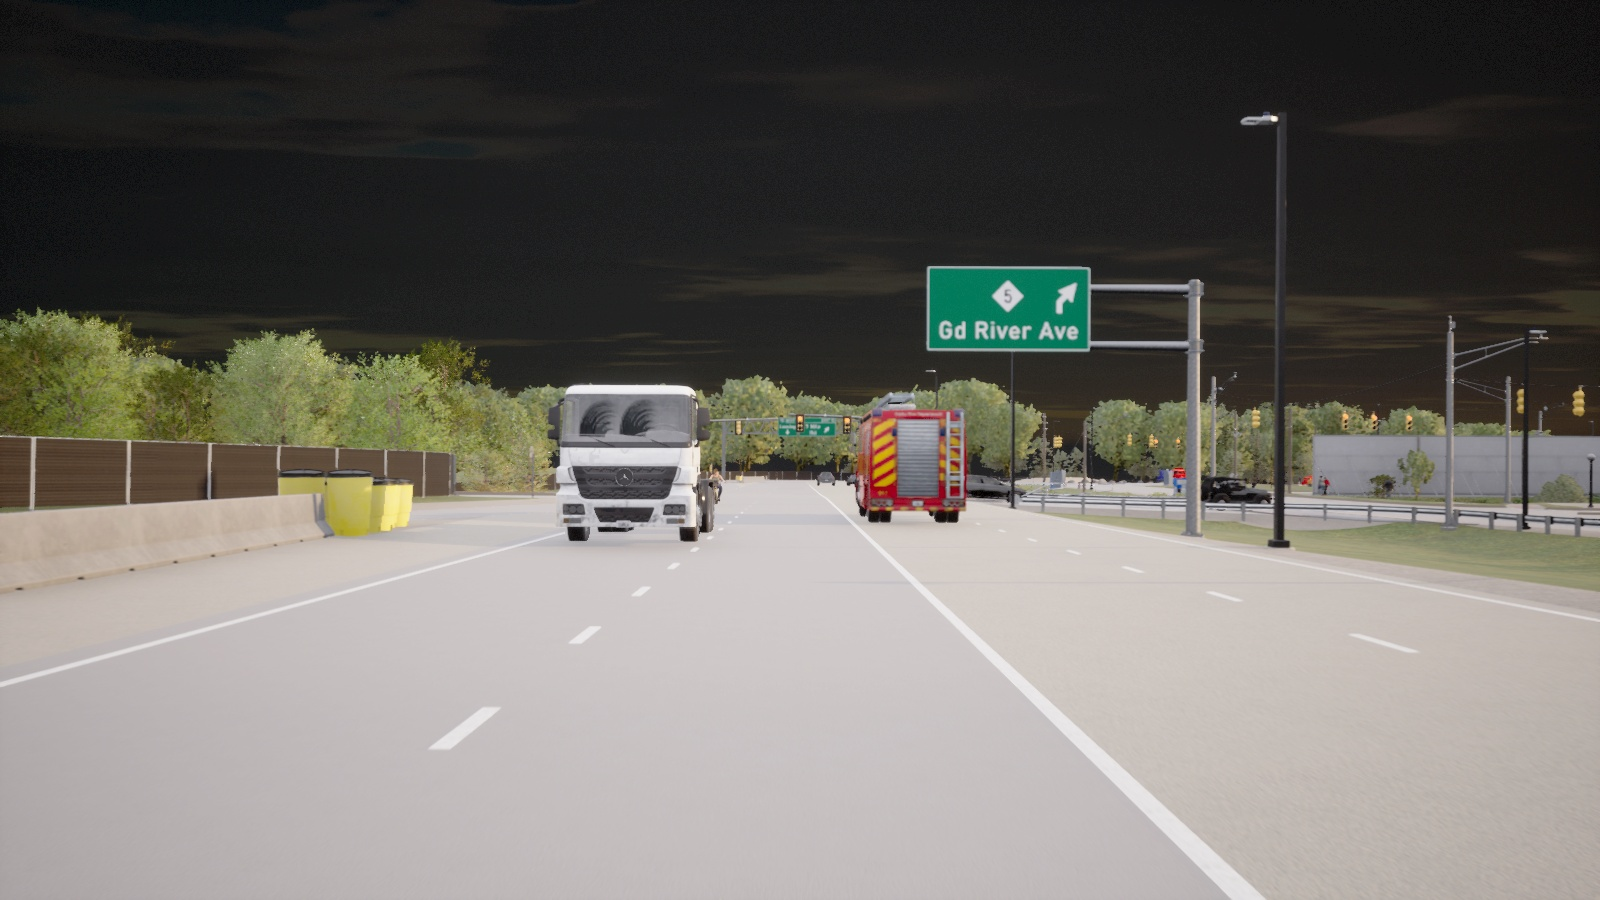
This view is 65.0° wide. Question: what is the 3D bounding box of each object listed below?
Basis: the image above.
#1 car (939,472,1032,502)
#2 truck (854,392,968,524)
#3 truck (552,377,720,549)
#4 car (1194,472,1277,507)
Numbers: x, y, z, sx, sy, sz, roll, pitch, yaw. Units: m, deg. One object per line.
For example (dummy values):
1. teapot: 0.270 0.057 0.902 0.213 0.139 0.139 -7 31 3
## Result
1. car: 10.248 2.065 69.571 4.792 1.488 2.163 2 -1 0
2. truck: 3.401 0.288 40.692 2.891 3.827 8.468 0 -1 0
3. truck: -3.572 0.320 29.375 2.891 3.462 7.936 0 -1 0
4. car: 24.114 2.199 69.620 3.866 1.878 1.905 0 -1 0
